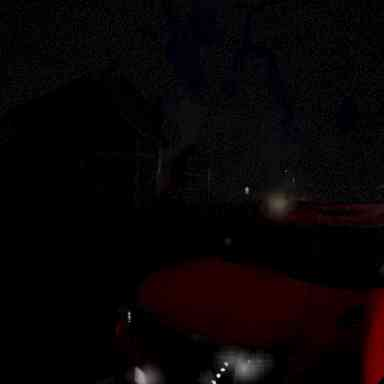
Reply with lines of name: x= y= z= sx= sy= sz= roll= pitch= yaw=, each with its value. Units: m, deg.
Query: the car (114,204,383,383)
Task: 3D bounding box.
car: x=1.839 y=1.217 z=4.385 sx=5.566 sy=2.045 sz=2.150 roll=0 pitch=0 yaw=-36
